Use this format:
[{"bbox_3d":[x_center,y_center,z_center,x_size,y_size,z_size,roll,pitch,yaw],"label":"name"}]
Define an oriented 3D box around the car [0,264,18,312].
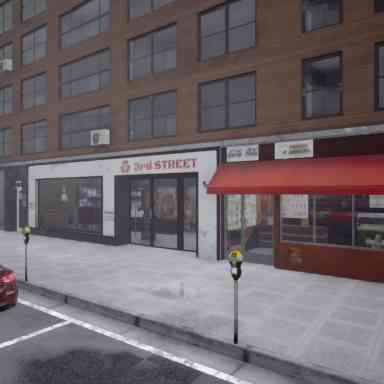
[{"bbox_3d":[-4.934,1.582,6.331,4.206,1.307,1.802,0,0,36],"label":"car"}]
